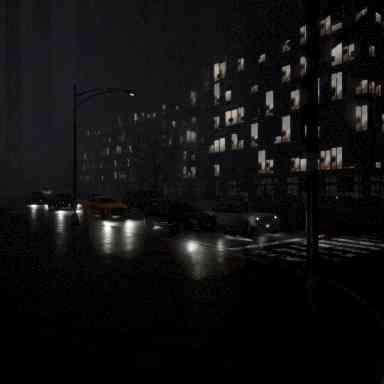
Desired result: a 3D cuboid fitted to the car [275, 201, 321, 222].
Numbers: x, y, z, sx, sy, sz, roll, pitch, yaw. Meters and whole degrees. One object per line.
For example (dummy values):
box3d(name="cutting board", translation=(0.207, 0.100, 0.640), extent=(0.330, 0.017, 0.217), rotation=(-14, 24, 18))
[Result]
box3d(name="car", translation=(6.603, 1.331, 23.873), extent=(1.895, 1.301, 4.718), rotation=(0, 1, -37))

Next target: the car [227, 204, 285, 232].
box3d(name="car", translation=(2.464, 1.368, 18.554), extent=(1.895, 1.301, 4.718), rotation=(0, 1, -39))

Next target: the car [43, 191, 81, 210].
box3d(name="car", translation=(-12.828, 0.898, 32.755), extent=(1.837, 1.490, 4.892), rotation=(0, 1, -38))

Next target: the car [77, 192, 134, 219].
box3d(name="car", translation=(-6.551, 1.058, 24.742), extent=(1.882, 1.535, 5.008), rotation=(0, 1, -38))

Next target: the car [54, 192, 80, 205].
box3d(name="car", translation=(-15.837, 0.749, 41.938), extent=(1.812, 1.442, 4.674), rotation=(0, 1, -38))

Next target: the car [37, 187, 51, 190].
box3d(name="car", translation=(-28.548, -0.025, 63.726), extent=(2.150, 2.045, 5.566), rotation=(0, 1, -38))

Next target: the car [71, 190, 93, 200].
box3d(name="car", translation=(-18.724, 0.449, 56.434), extent=(1.882, 1.535, 5.008), rotation=(0, 1, -38))

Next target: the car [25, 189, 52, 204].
box3d(name="car", translation=(-19.193, 0.707, 40.968), extent=(1.837, 1.490, 4.892), rotation=(0, 1, -37))

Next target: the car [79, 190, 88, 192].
box3d(name="car", translation=(-9.737, 0.883, 34.087), extent=(1.882, 1.535, 5.008), rotation=(0, 1, -38))

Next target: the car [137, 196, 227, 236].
box3d(name="car", translation=(-0.704, 1.231, 17.297), extent=(1.882, 1.535, 5.008), rotation=(0, 1, -37))

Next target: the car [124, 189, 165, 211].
box3d(name="car", translation=(-3.569, 0.810, 26.206), extent=(2.150, 2.045, 5.566), rotation=(0, 1, -38))
